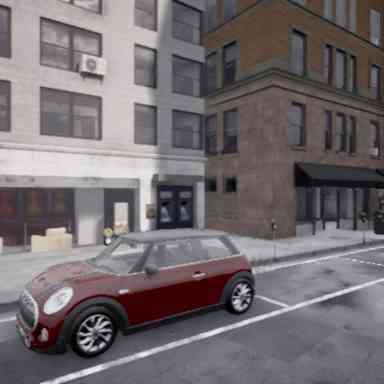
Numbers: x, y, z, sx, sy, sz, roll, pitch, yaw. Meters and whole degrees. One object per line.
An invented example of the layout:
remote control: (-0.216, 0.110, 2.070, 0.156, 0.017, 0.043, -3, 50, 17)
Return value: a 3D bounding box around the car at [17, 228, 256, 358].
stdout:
car: (-0.824, 1.448, 5.945, 4.097, 1.590, 1.967, 0, 0, -35)
